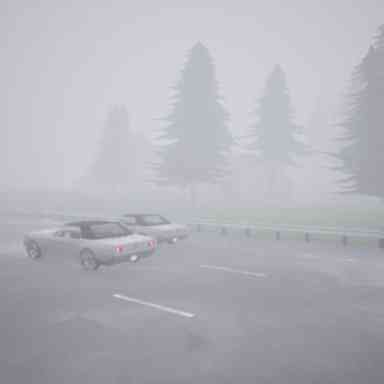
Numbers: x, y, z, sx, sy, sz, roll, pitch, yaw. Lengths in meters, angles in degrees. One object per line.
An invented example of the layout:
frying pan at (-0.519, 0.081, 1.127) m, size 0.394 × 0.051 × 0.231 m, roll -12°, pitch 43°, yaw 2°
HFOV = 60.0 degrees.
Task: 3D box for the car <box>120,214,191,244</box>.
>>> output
car at (-2.478, 1.580, 14.357) m, size 4.718 × 1.301 × 1.895 m, roll 0°, pitch 0°, yaw 36°

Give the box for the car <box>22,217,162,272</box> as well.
car at (-3.465, 1.582, 10.762) m, size 4.718 × 1.301 × 1.895 m, roll 0°, pitch 0°, yaw 35°
